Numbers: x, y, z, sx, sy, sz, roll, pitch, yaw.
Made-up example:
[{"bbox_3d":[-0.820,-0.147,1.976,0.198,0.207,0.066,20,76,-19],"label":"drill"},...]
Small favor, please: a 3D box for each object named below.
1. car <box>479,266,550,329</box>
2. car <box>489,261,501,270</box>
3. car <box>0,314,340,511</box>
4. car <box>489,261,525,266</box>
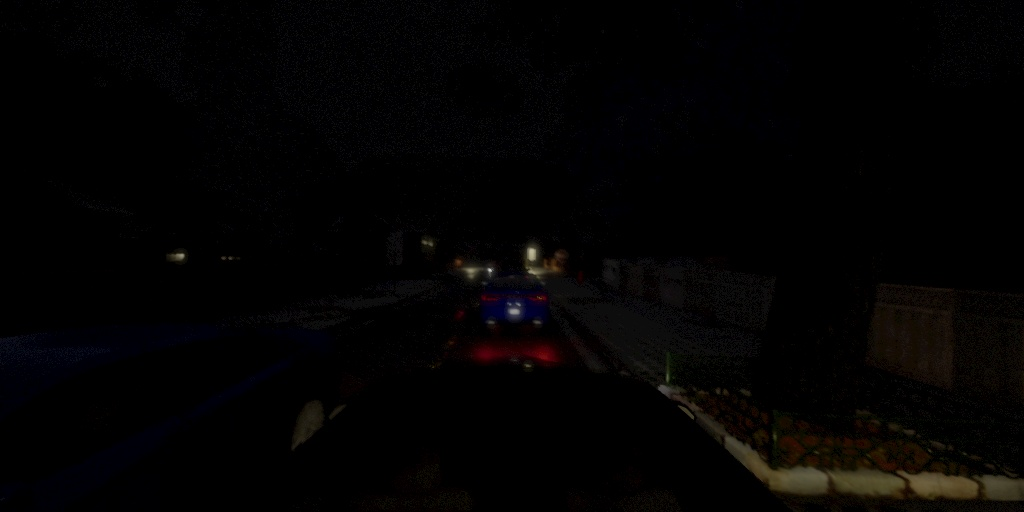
[{"bbox_3d":[0.074,1.235,11.295,1.882,1.535,5.008,0,0,0],"label":"car"},{"bbox_3d":[-2.848,1.547,60.446,1.812,1.442,4.674,0,-1,0],"label":"car"},{"bbox_3d":[-2.847,1.228,1.955,1.882,1.535,5.008,0,0,0],"label":"car"},{"bbox_3d":[0.031,1.129,20.273,2.097,1.767,4.553,0,0,0],"label":"car"}]
